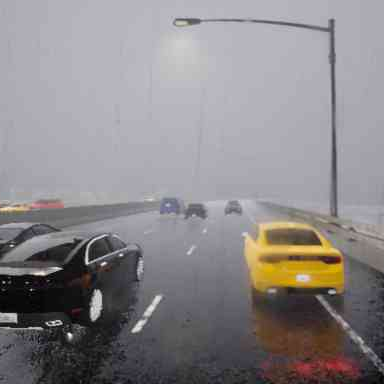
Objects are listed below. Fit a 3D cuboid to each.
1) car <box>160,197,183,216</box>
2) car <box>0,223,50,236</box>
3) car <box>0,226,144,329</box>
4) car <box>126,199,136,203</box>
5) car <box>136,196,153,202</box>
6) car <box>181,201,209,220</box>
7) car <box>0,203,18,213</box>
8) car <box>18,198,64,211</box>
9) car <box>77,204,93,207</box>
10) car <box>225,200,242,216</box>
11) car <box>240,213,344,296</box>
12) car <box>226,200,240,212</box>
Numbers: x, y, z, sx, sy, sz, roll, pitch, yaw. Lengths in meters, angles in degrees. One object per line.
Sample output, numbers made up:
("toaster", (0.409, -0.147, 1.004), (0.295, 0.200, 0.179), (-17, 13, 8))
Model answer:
("car", (-2.211, 1.615, 38.536), (2.150, 2.045, 5.566), (-1, 0, 7))
("car", (-5.492, 1.713, 11.130), (1.994, 1.385, 4.181), (-1, -1, 6))
("car", (-2.407, 1.592, 7.214), (1.837, 1.490, 4.892), (-1, -1, 6))
("car", (-14.216, 2.310, 79.802), (1.882, 1.535, 5.008), (-1, -1, 8))
("car", (-10.824, 2.031, 78.839), (2.150, 2.045, 5.566), (-1, -1, 8))
("car", (0.474, 1.807, 31.806), (1.837, 1.490, 4.892), (-1, 0, 7))
("car", (-20.027, 2.018, 38.659), (1.882, 1.535, 5.008), (-1, -1, 7))
("car", (-16.625, 1.724, 37.705), (2.150, 2.045, 5.566), (-1, -1, 7))
("car", (-12.849, 2.092, 39.626), (1.895, 1.301, 4.718), (-1, -1, 7))
("car", (4.664, 1.922, 37.239), (1.895, 1.301, 4.718), (-1, -1, 8))
("car", (2.427, 1.542, 8.919), (1.882, 1.535, 5.008), (-1, -1, 6))
("car", (5.882, 1.892, 47.132), (1.882, 1.535, 5.008), (-1, -1, 8))
